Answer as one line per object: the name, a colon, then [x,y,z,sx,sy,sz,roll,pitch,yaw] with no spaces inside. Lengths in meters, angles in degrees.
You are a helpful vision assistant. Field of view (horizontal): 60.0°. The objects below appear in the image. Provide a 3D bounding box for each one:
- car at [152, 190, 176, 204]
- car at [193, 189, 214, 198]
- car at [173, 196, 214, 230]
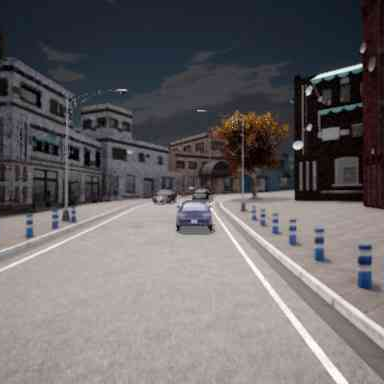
car: [-3.036,0.530,36.855,2.128,1.511,4.902,0,2,9]
car: [1.421,0.376,39.890,2.128,1.511,4.902,-1,2,15]
car: [0.117,1.171,18.168,1.812,1.442,4.674,0,2,0]
